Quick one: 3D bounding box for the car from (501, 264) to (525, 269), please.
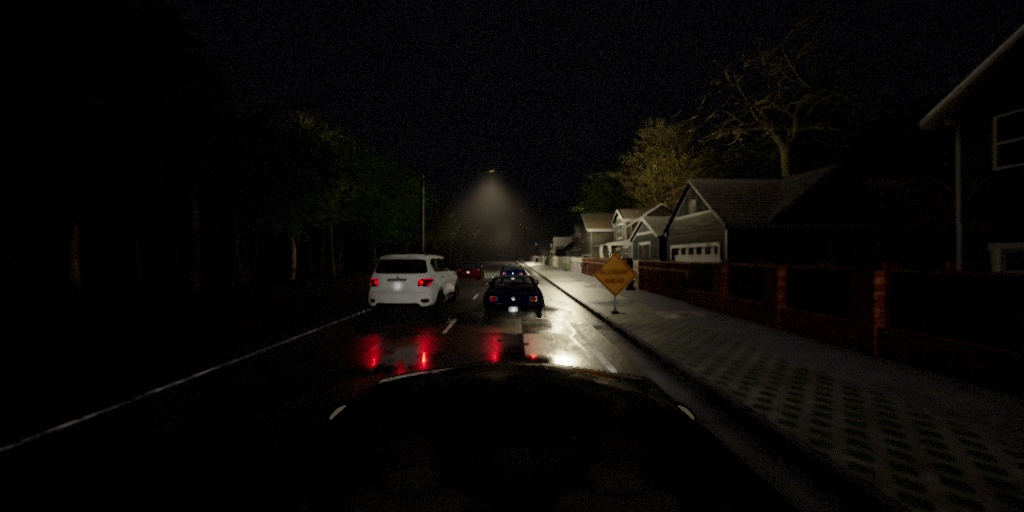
[{"bbox_3d":[0.062,1.282,28.098,1.895,1.301,4.718,0,0,0],"label":"car"}]

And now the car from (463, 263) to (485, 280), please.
[{"bbox_3d":[-3.427,1.239,30.142,1.994,1.385,4.181,0,0,0],"label":"car"}]

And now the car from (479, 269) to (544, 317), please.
[{"bbox_3d":[0.064,1.322,13.089,1.895,1.301,4.718,0,0,0],"label":"car"}]

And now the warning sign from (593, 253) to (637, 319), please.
[{"bbox_3d":[3.049,0.843,10.598,1.300,1.860,1.060,0,0,0],"label":"warning sign"}]

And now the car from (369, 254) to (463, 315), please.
[{"bbox_3d":[-3.436,0.944,13.513,2.150,2.045,5.566,0,0,0],"label":"car"}]
